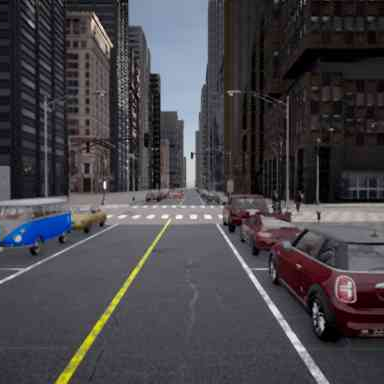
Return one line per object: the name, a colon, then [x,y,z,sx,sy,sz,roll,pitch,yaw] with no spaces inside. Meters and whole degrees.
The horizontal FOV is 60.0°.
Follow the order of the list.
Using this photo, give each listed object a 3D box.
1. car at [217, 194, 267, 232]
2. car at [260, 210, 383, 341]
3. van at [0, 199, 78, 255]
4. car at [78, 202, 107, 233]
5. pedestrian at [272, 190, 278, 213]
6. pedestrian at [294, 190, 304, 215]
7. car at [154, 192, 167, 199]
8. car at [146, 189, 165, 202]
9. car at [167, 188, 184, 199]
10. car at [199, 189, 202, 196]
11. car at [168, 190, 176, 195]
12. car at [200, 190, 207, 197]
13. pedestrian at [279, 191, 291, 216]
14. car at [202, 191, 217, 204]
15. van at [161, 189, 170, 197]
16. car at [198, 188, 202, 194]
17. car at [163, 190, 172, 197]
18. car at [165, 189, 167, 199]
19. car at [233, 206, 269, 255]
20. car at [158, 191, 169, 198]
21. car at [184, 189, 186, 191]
car: [2.770,1.039,17.683,2.192,1.841,5.009,0,1,0]
car: [2.764,1.339,6.331,1.967,1.590,4.097,0,1,0]
van: [-5.758,1.153,12.002,1.690,1.788,3.998,0,1,0]
car: [-5.755,1.252,17.511,1.752,1.417,4.829,0,1,0]
pedestrian: [6.114,0.761,24.523,0.375,1.860,0.375,0,1,0]
pedestrian: [7.768,0.763,23.922,0.375,1.860,0.375,0,1,0]
car: [-5.730,0.621,61.574,1.947,1.339,4.313,0,1,0]
car: [-5.737,0.541,50.289,2.192,1.841,5.009,0,1,0]
car: [-3.014,0.418,60.865,2.097,1.767,4.553,0,1,1]
car: [2.795,0.599,61.577,1.887,1.381,4.507,0,1,0]
car: [-5.711,0.121,95.413,1.947,1.339,4.313,0,1,0]
car: [2.792,0.691,55.937,2.008,1.369,4.403,0,1,0]
pedestrian: [6.498,0.776,23.323,0.375,1.860,0.375,0,1,0]
car: [2.785,0.862,44.657,2.008,1.369,4.403,0,1,0]
van: [-5.724,0.227,72.850,1.690,1.788,3.998,0,1,0]
car: [2.801,0.326,72.855,1.967,1.590,4.097,0,1,0]
car: [-5.721,0.242,78.491,1.967,1.590,4.097,0,1,0]
car: [-5.733,0.580,55.932,1.967,1.590,4.097,0,1,0]
car: [2.767,1.393,12.011,1.802,1.307,4.206,0,1,0]
car: [-5.727,0.552,67.213,1.802,1.307,4.206,0,1,0]
car: [-2.957,0.426,76.124,1.895,1.301,4.718,0,1,0]
